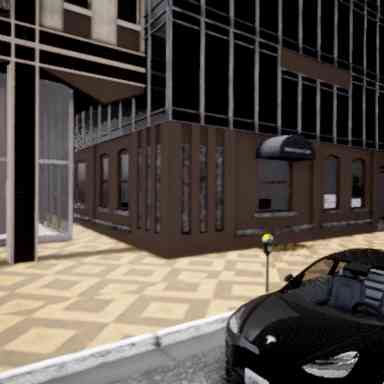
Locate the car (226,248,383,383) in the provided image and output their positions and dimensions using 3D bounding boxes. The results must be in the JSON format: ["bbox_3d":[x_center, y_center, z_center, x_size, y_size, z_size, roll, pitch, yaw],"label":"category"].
[{"bbox_3d":[2.450,1.541,4.560,4.313,1.339,1.947,0,1,-34],"label":"car"}]
